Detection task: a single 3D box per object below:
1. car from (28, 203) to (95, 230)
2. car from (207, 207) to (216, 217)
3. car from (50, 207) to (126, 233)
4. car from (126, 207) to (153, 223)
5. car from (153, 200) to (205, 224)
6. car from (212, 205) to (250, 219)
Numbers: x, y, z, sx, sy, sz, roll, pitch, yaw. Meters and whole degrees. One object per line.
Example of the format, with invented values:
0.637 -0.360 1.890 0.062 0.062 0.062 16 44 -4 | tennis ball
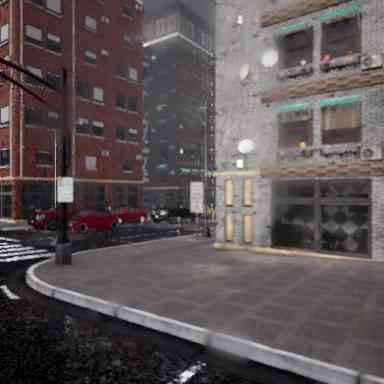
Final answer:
-9.090 1.688 24.021 2.192 1.841 5.009 -1 -2 35 | car
0.699 2.205 37.812 1.752 1.417 4.829 -1 -2 35 | car
-6.941 1.936 22.545 1.994 1.385 4.181 0 -1 35 | car
-5.794 2.021 28.660 1.887 1.381 4.507 -1 -2 35 | car
-1.390 1.767 30.369 2.150 2.045 5.566 0 -1 35 | car
4.658 2.283 38.880 2.033 1.411 5.357 0 -1 35 | car
